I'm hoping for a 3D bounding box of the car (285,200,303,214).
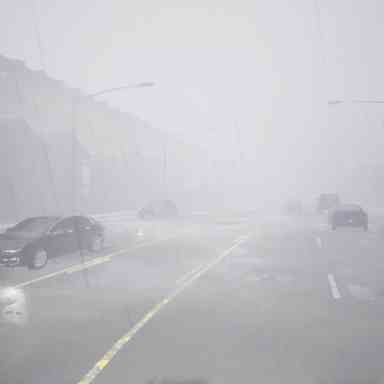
[{"bbox_3d":[11.114,1.547,36.290,2.033,1.411,5.357,0,0,18],"label":"car"}]

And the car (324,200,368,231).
[{"bbox_3d":[9.682,1.477,20.950,1.882,1.535,5.008,0,0,18],"label":"car"}]

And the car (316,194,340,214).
[{"bbox_3d":[14.512,1.221,35.407,2.150,2.045,5.566,0,0,18],"label":"car"}]

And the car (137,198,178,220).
[{"bbox_3d":[-2.831,1.352,28.303,2.097,1.767,4.553,0,0,19],"label":"car"}]

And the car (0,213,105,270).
[{"bbox_3d":[-4.800,1.505,11.237,1.837,1.490,4.892,0,0,17],"label":"car"}]
